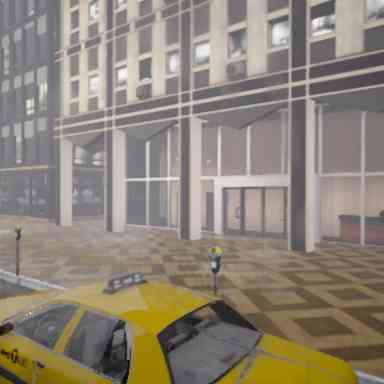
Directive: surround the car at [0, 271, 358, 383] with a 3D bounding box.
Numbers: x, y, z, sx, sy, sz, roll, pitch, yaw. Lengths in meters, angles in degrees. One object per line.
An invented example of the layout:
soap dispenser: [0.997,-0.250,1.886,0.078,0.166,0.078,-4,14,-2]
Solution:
car: [-0.887,1.521,3.504,4.829,1.417,1.752,0,0,35]
